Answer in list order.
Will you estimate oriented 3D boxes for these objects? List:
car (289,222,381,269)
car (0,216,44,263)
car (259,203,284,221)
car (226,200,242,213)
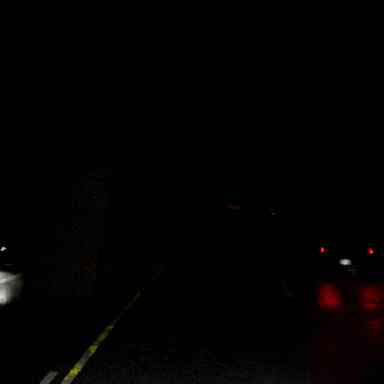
[{"bbox_3d":[4.628,1.704,11.619,1.895,1.301,4.718,0,0,7],"label":"car"},{"bbox_3d":[-6.056,1.642,12.635,2.033,1.411,5.357,0,0,7],"label":"car"},{"bbox_3d":[7.142,1.736,30.194,1.882,1.535,5.008,0,0,8],"label":"car"},{"bbox_3d":[5.361,1.837,42.941,1.882,1.535,5.008,0,-1,8],"label":"car"}]
